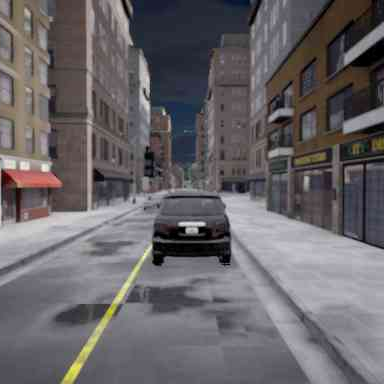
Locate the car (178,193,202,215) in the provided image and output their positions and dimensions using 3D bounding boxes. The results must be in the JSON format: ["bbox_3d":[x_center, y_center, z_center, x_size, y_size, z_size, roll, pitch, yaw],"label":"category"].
[{"bbox_3d":[-0.169,0.864,27.024,1.837,1.490,4.892,0,2,0],"label":"car"}]

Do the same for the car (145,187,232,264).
[{"bbox_3d":[-0.017,0.959,10.837,2.150,2.045,5.566,0,2,0],"label":"car"}]

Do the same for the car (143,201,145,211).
[{"bbox_3d":[-3.121,0.916,28.975,1.895,1.301,4.718,0,1,0],"label":"car"}]
